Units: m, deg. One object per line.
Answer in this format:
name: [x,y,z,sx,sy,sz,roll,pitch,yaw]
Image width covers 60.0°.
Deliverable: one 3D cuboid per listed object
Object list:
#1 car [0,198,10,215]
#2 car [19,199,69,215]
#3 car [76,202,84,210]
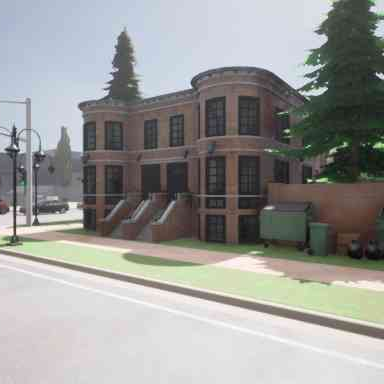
car: [-20.188,1.352,31.957,2.097,1.767,4.553,0,0,35]
car: [-14.802,1.505,33.568,1.837,1.490,4.892,0,0,34]
car: [-12.718,1.478,43.132,1.882,1.535,5.008,0,1,28]
